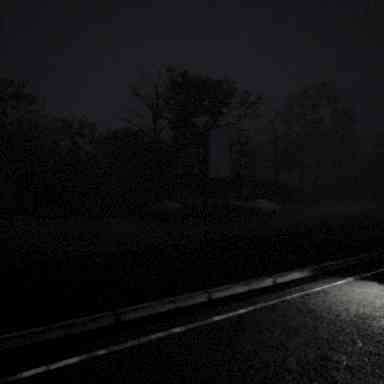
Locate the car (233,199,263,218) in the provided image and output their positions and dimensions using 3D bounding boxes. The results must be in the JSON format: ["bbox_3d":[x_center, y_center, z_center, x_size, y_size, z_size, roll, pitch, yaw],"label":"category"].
[{"bbox_3d":[3.293,1.348,28.811,2.097,1.535,5.008,0,0,-35],"label":"car"}]

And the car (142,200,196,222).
[{"bbox_3d":[-2.050,1.424,25.024,2.002,1.452,4.674,0,0,-35],"label":"car"}]

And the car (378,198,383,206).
[{"bbox_3d":[29.134,1.178,47.057,2.097,1.535,5.008,0,0,-35],"label":"car"}]

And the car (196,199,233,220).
[{"bbox_3d":[0.627,1.367,26.912,2.231,1.521,4.892,0,0,-35],"label":"car"}]

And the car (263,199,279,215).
[{"bbox_3d":[5.870,1.370,30.621,2.002,1.452,4.674,0,0,-35],"label":"car"}]
